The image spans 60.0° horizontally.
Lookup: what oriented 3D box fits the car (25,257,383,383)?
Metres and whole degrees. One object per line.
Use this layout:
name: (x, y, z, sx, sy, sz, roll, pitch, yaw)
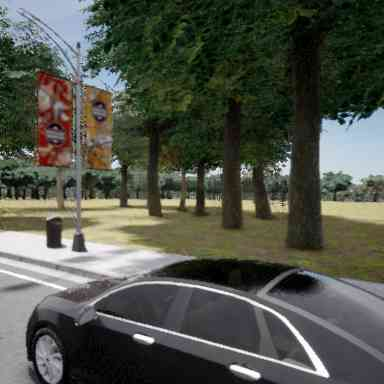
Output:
car: (0.111, 1.499, 3.607, 4.892, 1.490, 1.837, 0, 0, 36)
